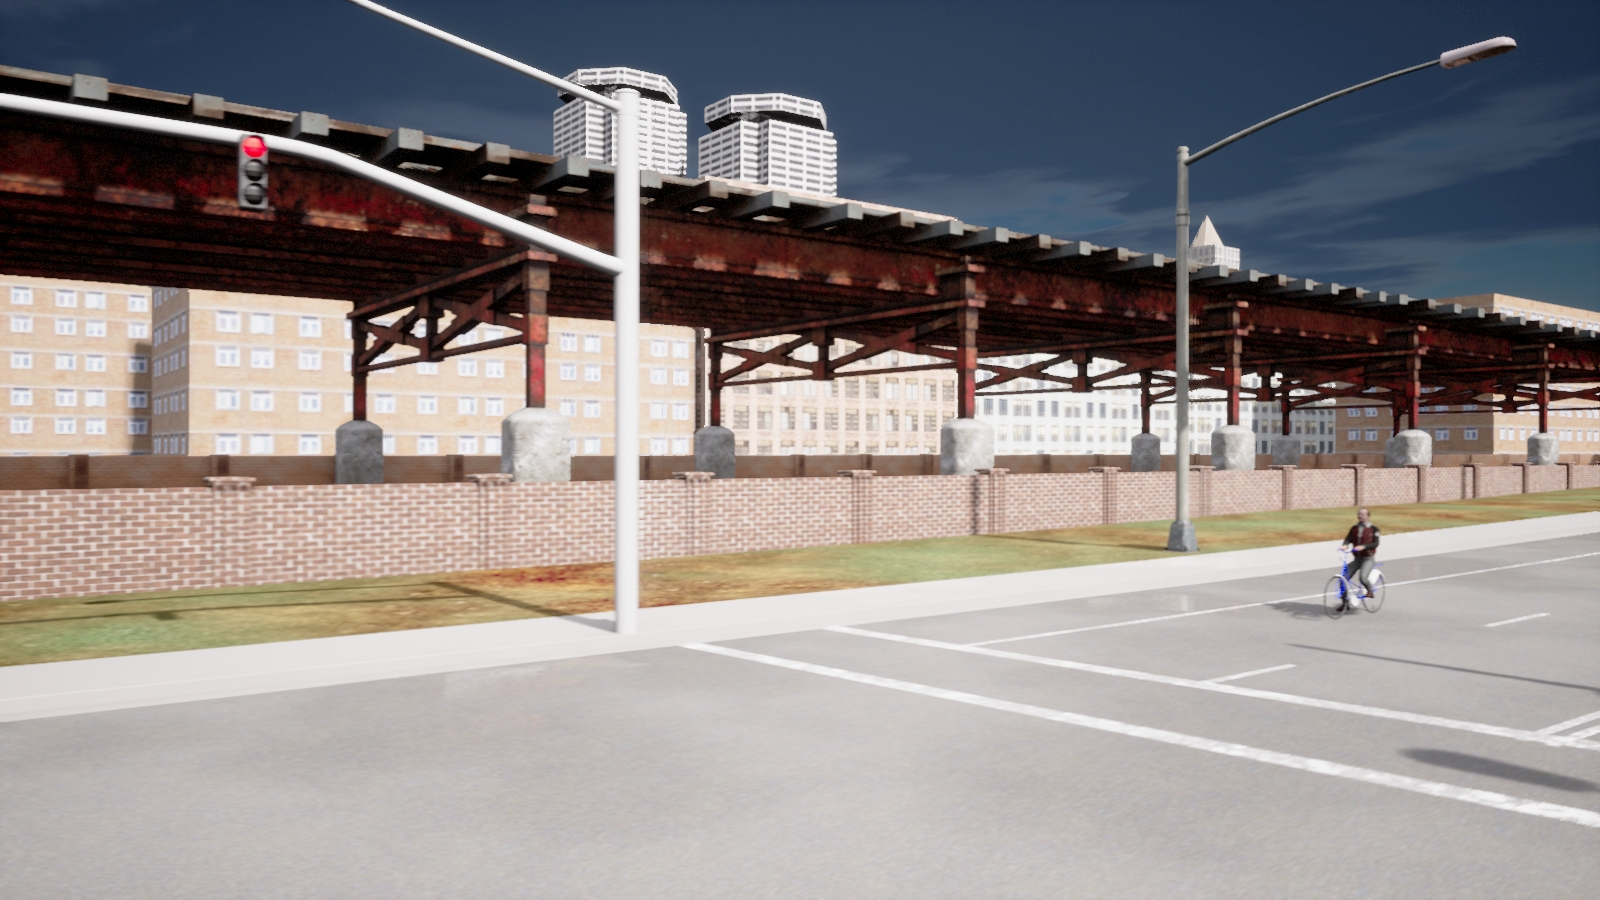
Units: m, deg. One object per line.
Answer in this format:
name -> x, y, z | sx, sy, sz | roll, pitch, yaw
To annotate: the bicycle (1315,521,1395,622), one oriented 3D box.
bicycle -> 9.089, 1.956, 18.679 | 1.835, 1.496, 0.329 | 0, 0, -35
